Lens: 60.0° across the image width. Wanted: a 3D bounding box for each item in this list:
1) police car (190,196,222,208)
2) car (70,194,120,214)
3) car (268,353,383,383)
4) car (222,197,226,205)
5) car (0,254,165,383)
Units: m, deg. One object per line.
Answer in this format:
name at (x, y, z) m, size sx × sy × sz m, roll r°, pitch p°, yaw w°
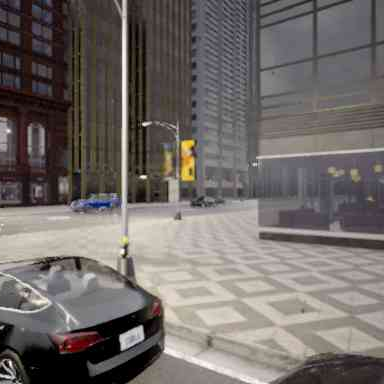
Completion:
police car at (1.647, 1.369, 46.668) m, size 1.930 × 1.638 × 5.238 m, roll 0°, pitch 0°, yaw 36°
car at (-10.365, 1.234, 36.007) m, size 2.150 × 2.045 × 5.566 m, roll 0°, pitch 0°, yaw 36°
car at (2.266, 1.560, 1.460) m, size 4.313 × 1.339 × 1.947 m, roll 0°, pitch 0°, yaw 36°
car at (3.702, 1.414, 54.966) m, size 2.128 × 1.511 × 4.902 m, roll 0°, pitch 0°, yaw 37°
car at (-2.326, 1.589, 4.736) m, size 4.313 × 1.339 × 1.947 m, roll 0°, pitch 0°, yaw 36°
